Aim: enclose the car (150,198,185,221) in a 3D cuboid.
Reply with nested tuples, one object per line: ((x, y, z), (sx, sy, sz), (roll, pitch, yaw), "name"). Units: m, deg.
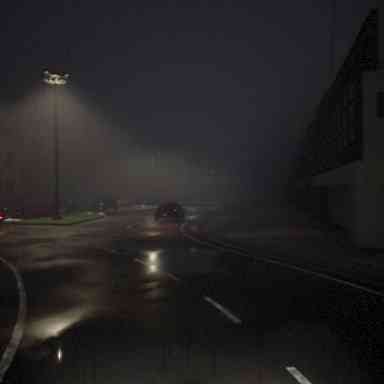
((-1.742, 1.514, 26.985), (1.812, 1.442, 4.674), (-1, 0, 7), "car")

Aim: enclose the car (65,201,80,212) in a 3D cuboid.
((-15.287, 1.724, 39.675), (1.994, 1.385, 4.181), (-1, 0, 18), "car")

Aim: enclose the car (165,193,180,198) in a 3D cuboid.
((-4.129, 1.190, 68.650), (2.150, 2.045, 5.566), (-1, 0, 14), "car")

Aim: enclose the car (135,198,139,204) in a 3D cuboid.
((-9.190, 1.522, 62.929), (1.882, 1.535, 5.008), (-1, 1, 15), "car")

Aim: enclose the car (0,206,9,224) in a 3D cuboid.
((-14.978, 1.780, 22.005), (4.718, 1.301, 1.895), (-1, 0, 15), "car")

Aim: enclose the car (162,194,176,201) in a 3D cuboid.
((-5.435, 1.342, 77.833), (1.837, 1.490, 4.892), (-1, 0, 14), "car")

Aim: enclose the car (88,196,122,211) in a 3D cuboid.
((-11.057, 1.451, 41.606), (2.097, 1.767, 4.553), (-1, 0, 15), "car")

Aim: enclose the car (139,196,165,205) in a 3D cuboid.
((-6.878, 1.525, 57.731), (1.837, 1.490, 4.892), (-1, 0, 15), "car")

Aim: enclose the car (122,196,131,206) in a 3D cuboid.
((-11.587, 1.441, 53.401), (2.097, 1.767, 4.553), (-1, 0, 15), "car")

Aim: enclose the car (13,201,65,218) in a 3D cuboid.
((-14.765, 1.727, 31.778), (1.994, 1.385, 4.181), (-1, 0, 25), "car")
